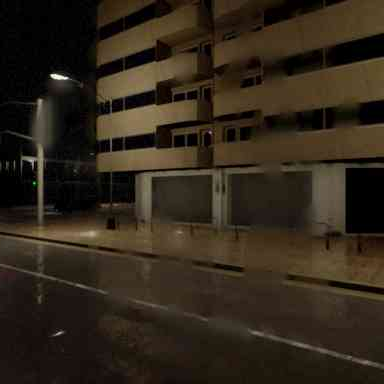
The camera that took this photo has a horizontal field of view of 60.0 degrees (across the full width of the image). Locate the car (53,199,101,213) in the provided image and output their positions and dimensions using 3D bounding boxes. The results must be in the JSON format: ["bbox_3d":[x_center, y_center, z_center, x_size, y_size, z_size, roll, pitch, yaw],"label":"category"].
[{"bbox_3d":[-12.963,1.531,37.899,2.033,1.411,5.357,0,0,37],"label":"car"}]
